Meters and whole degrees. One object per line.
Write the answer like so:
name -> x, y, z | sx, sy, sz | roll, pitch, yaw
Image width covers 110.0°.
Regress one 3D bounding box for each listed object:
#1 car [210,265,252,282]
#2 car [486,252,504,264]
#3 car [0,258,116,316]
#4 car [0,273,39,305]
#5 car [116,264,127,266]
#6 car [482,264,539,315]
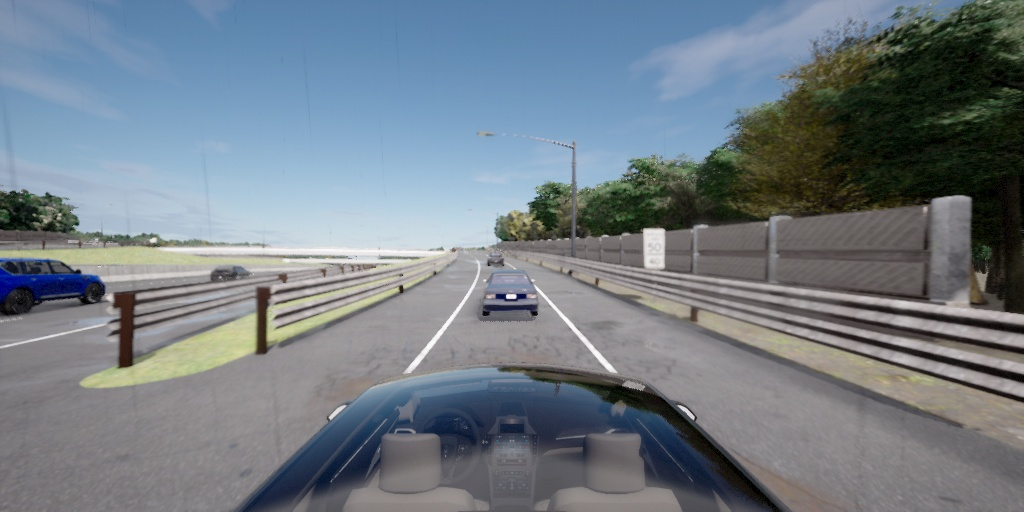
car -> -24.932, 1.587, 31.994 | 1.837, 1.490, 4.892 | 1, -1, -19
car -> -1.934, 0.308, 41.096 | 2.128, 1.511, 4.902 | 0, 2, -6
car -> -18.855, 1.083, 13.823 | 2.150, 2.045, 5.566 | 1, -1, -18
car -> -22.806, 1.450, 14.603 | 1.895, 1.301, 4.718 | 1, -1, -18
car -> -41.562, 1.636, 37.183 | 1.837, 1.490, 4.892 | 1, -1, -19
car -> -0.100, 1.199, 13.101 | 2.033, 1.411, 5.357 | 0, 1, -2
